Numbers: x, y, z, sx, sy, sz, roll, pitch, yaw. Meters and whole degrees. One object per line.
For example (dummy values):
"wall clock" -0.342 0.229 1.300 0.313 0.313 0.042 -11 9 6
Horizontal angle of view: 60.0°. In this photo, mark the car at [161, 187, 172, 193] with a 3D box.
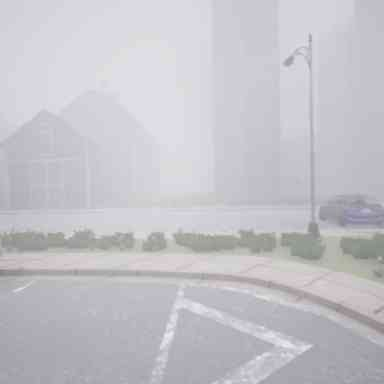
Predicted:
"car" -6.520 -0.167 82.468 3.866 1.878 1.905 0 -6 -40

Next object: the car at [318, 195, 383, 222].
"car" 8.831 0.966 18.833 2.242 1.667 4.611 -1 1 3

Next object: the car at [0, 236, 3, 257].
"car" -5.788 1.313 6.251 1.932 1.855 4.605 -1 1 3
